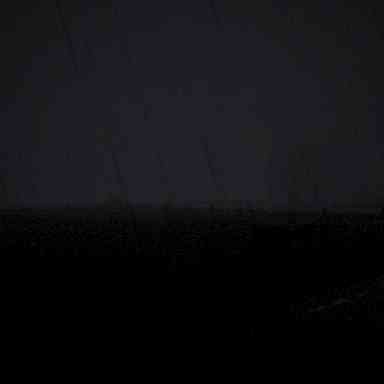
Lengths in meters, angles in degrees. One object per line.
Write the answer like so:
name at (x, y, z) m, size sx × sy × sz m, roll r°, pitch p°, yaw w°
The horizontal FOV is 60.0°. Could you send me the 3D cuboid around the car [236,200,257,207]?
car at (10.419, 2.181, 63.666) m, size 1.994 × 1.385 × 4.181 m, roll -1°, pitch 0°, yaw -36°
